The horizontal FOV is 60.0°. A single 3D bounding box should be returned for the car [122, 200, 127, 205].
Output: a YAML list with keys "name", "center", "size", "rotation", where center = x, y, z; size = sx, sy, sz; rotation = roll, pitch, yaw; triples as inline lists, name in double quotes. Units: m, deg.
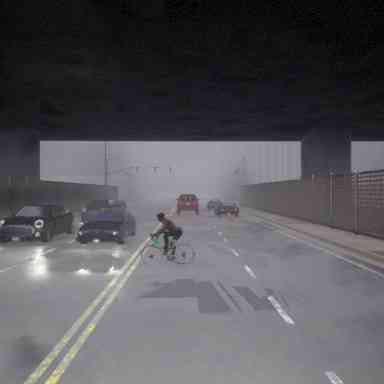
- name: "car"
  center: [-7.507, 1.491, 32.464]
  size: [2.128, 1.511, 4.902]
  rotation: [0, 0, -1]

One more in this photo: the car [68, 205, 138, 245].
- name: "car"
  center: [-3.791, 1.547, 15.781]
  size: [2.033, 1.411, 5.357]
  rotation: [0, 0, -1]

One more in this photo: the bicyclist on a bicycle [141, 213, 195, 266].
- name: "bicyclist on a bicycle"
  center: [-0.756, 1.455, 10.070]
  size: [1.656, 1.620, 0.582]
  rotation: [-2, 0, -1]

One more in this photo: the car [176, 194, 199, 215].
- name: "car"
  center: [-0.422, 1.221, 34.276]
  size: [2.150, 2.045, 5.566]
  rotation: [0, 0, -1]

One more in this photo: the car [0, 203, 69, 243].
- name: "car"
  center: [-7.306, 1.352, 15.987]
  size: [2.097, 1.767, 4.553]
  rotation: [0, 0, -1]

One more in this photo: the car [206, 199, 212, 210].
- name: "car"
  center: [2.988, 1.564, 43.365]
  size: [1.994, 1.385, 4.181]
  rotation: [0, 0, -1]

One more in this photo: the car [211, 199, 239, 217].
- name: "car"
  center: [3.175, 1.601, 31.232]
  size: [1.895, 1.301, 4.718]
  rotation: [0, 0, -1]

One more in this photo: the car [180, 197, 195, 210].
- name: "car"
  center: [-0.623, 1.477, 44.985]
  size: [1.882, 1.535, 5.008]
  rotation: [0, 0, -1]

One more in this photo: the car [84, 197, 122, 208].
- name: "car"
  center: [-7.367, 1.352, 26.986]
  size: [2.097, 1.767, 4.553]
  rotation: [0, 0, -1]
